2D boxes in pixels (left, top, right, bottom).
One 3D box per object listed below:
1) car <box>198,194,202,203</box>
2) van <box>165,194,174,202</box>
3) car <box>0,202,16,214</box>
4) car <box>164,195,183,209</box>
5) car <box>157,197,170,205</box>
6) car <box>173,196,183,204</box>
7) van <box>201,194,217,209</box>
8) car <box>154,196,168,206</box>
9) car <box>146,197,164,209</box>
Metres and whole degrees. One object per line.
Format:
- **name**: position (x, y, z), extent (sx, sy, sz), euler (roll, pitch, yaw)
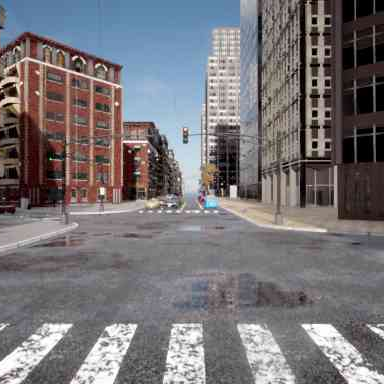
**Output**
- **car**: position (2.569, 1.645, 68.001), extent (1.887, 1.381, 4.507), euler (0, 0, 0)
- **van**: position (-5.311, 1.475, 79.105), extent (1.690, 1.788, 3.998), euler (0, 0, 0)
- **car**: position (-21.145, 1.790, 36.464), extent (4.718, 1.301, 1.895), euler (-1, -1, 41)
- **car**: position (-2.812, 1.538, 45.981), extent (2.128, 1.511, 4.902), euler (0, 0, 2)
- **car**: position (-5.312, 1.651, 62.449), extent (1.947, 1.339, 4.313), euler (0, 0, 0)
- **car**: position (-2.774, 1.622, 66.435), extent (1.812, 1.442, 4.674), euler (0, 0, 1)
- **van**: position (2.570, 1.387, 45.791), extent (1.690, 1.788, 3.998), euler (0, 0, 0)
- **car**: position (-5.311, 1.510, 56.897), extent (1.967, 1.590, 4.097), euler (0, 0, 0)
- **car**: position (-5.311, 1.571, 45.621), extent (1.752, 1.417, 4.829), euler (0, 0, 0)
